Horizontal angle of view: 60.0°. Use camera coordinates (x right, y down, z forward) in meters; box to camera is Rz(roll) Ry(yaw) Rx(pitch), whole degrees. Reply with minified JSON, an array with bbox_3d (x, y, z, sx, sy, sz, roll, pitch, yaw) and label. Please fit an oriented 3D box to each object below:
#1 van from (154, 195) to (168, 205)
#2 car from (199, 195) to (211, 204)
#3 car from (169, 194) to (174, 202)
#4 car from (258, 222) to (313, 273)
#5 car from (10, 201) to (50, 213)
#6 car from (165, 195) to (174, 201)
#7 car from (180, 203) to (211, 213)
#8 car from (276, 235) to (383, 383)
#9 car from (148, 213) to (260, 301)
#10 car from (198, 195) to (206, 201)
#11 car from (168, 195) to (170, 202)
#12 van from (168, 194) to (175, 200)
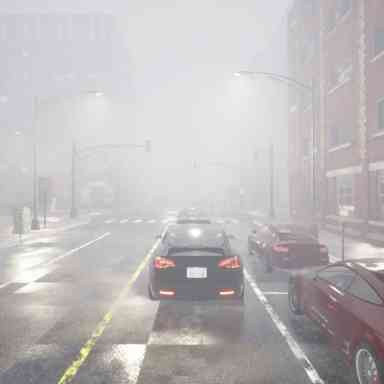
[{"bbox_3d":[-5.773,1.359,59.612,1.690,1.788,3.998,1,0,0],"label":"van"},{"bbox_3d":[2.604,1.544,59.757,1.752,1.417,4.829,1,0,0],"label":"car"},{"bbox_3d":[-5.804,1.607,76.568,1.802,1.307,4.206,1,0,0],"label":"car"},{"bbox_3d":[2.820,1.585,10.333,1.802,1.307,4.206,1,0,0],"label":"car"},{"bbox_3d":[-18.774,1.730,38.681,4.313,1.339,1.947,0,-1,0],"label":"car"},{"bbox_3d":[-5.822,1.582,87.873,2.008,1.369,4.403,1,0,0],"label":"car"},{"bbox_3d":[0.072,1.552,17.648,2.033,1.411,5.357,0,0,-1],"label":"car"},{"bbox_3d":[2.660,1.583,4.677,1.802,1.307,4.206,1,0,0],"label":"car"},{"bbox_3d":[0.086,1.506,8.376,2.163,1.488,4.792,0,0,0],"label":"car"},{"bbox_3d":[2.558,1.597,87.848,1.947,1.339,4.313,1,0,0],"label":"car"},{"bbox_3d":[-5.785,1.603,65.264,1.802,1.307,4.206,1,0,0],"label":"car"},{"bbox_3d":[-5.828,1.376,93.526,1.690,1.788,3.998,1,0,0],"label":"van"}]
